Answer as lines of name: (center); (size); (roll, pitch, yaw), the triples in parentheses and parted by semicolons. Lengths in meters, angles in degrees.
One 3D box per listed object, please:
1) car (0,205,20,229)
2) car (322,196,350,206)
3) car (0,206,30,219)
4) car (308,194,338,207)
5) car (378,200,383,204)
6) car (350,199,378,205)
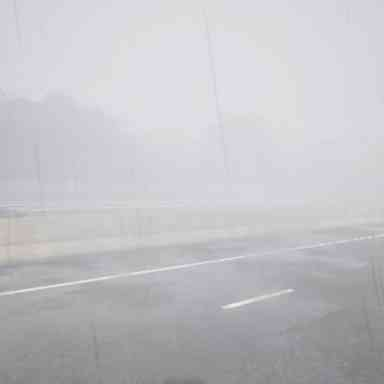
car: (-13.071, 1.570, 20.457); (4.181, 1.385, 1.994); (0, 0, -35)
car: (20.015, 1.610, 44.027); (5.357, 1.411, 2.033); (0, 0, -35)
car: (-11.161, 1.498, 17.523); (4.902, 1.511, 2.128); (0, 0, -35)
car: (18.942, 1.282, 47.547); (5.566, 2.045, 2.150); (0, 0, -35)
car: (24.079, 1.553, 38.345); (4.902, 1.511, 2.128); (0, 0, -35)
car: (22.068, 1.663, 41.203); (4.718, 1.301, 1.895); (0, 0, -35)
